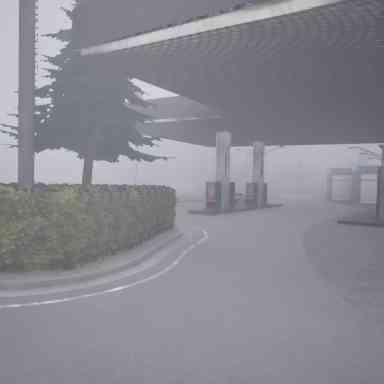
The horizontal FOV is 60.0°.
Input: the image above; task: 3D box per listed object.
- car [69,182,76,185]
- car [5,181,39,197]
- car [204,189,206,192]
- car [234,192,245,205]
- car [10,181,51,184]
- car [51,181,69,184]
[{"bbox_3d":[-25.427,-1.281,68.062,4.605,1.855,1.932,2,2,35],"label":"car"},{"bbox_3d":[-21.753,-0.461,42.422,4.605,1.855,1.932,2,2,35],"label":"car"},{"bbox_3d":[4.898,-0.326,65.594,5.027,1.636,2.152,2,2,35],"label":"car"},{"bbox_3d":[4.989,0.688,37.324,1.812,1.442,4.674,2,2,35],"label":"car"},{"bbox_3d":[-17.221,-0.176,35.204,3.866,1.878,1.905,2,2,35],"label":"car"},{"bbox_3d":[-26.765,-1.255,65.450,3.866,1.878,1.905,2,2,35],"label":"car"}]
